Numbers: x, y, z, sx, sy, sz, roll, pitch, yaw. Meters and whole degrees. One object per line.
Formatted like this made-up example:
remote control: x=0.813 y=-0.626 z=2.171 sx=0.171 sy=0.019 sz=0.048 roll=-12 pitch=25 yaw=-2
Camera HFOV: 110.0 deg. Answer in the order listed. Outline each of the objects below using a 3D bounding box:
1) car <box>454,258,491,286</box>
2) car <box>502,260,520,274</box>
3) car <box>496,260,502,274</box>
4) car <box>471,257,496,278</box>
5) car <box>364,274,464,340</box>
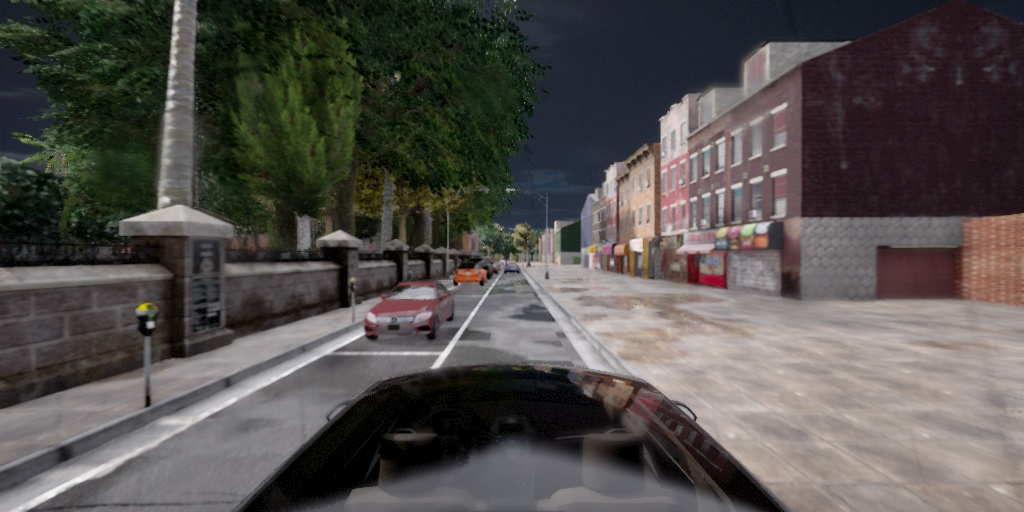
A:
car: x=-2.982 y=1.221 z=26.602 sx=2.097 sy=1.767 sz=4.553 roll=0 pitch=0 yaw=0
car: x=0.027 y=1.563 z=45.951 sx=1.994 sy=1.385 sz=4.181 roll=0 pitch=0 yaw=1
car: x=-2.629 y=1.522 z=44.219 sx=1.888 sy=1.381 sz=4.507 roll=0 pitch=0 yaw=0
car: x=-2.974 y=1.138 z=33.664 sx=2.150 sy=2.045 sz=5.566 roll=0 pitch=0 yaw=0
car: x=-2.636 y=1.366 z=10.090 sx=1.802 sy=1.307 sz=4.207 roll=0 pitch=0 yaw=0
